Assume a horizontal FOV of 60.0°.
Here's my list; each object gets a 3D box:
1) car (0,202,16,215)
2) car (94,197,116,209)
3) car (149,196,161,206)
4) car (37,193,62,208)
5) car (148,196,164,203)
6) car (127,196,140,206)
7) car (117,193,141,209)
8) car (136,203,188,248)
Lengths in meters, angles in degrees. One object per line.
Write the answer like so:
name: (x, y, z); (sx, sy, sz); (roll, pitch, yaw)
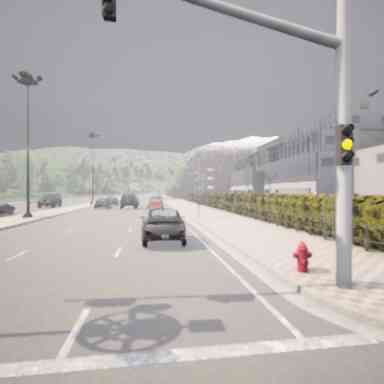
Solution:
car: (-18.499, 1.627, 31.309); (1.895, 1.301, 4.718); (0, 0, -7)
car: (-11.949, 1.541, 44.834); (2.033, 1.411, 5.357); (0, 0, -7)
car: (-6.189, 1.471, 55.880); (1.837, 1.490, 4.892); (0, 0, -7)
car: (-20.369, 1.227, 47.953); (2.150, 2.045, 5.566); (0, 0, -7)
car: (-5.029, 1.324, 45.916); (2.097, 1.767, 4.553); (0, 0, -7)
car: (-9.665, 1.454, 55.472); (1.882, 1.535, 5.008); (0, 0, -7)
car: (-8.429, 1.204, 44.855); (2.150, 2.045, 5.566); (0, 0, -7)
car: (-1.296, 1.482, 14.921); (2.128, 1.511, 4.902); (0, 0, -7)
